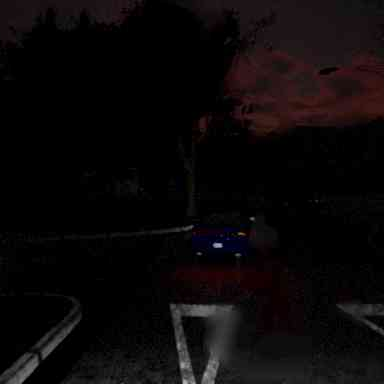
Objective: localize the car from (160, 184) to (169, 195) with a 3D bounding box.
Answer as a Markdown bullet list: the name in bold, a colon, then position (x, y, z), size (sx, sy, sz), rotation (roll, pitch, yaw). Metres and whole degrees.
- **car**: position (-5.744, -0.422, 64.271), size (2.150, 2.045, 5.566), rotation (0, 1, -13)

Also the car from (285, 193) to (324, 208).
- **car**: position (11.413, 0.782, 34.059), size (2.033, 1.411, 5.357), rotation (0, 2, -9)

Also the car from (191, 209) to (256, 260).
- **car**: position (1.268, 1.371, 12.237), size (1.882, 1.535, 5.008), rotation (0, 1, 12)

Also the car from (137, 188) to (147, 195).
- **car**: position (-11.174, -0.164, 74.582), size (2.128, 1.511, 4.902), rotation (0, 0, -8)

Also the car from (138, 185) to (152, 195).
- **car**: position (-9.106, -0.412, 64.374), size (2.150, 2.045, 5.566), rotation (0, 1, -13)
